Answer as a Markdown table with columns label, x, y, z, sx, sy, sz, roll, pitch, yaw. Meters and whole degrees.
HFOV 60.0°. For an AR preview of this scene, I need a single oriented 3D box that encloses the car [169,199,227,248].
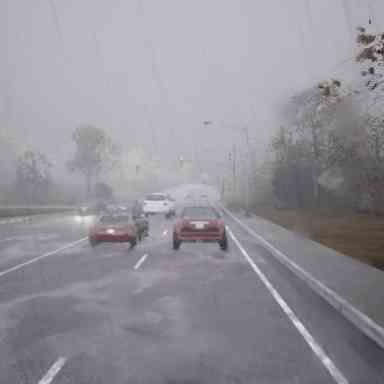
| label | x | y | z | sx | sy | sz | roll | pitch | yaw |
| --- | --- | --- | --- | --- | --- | --- | --- | --- | --- |
| car | 0.337 | 1.306 | 14.666 | 2.097 | 1.767 | 4.553 | 0 | 0 | 1 |

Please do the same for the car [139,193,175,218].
| label | x | y | z | sx | sy | sz | roll | pitch | yaw |
| --- | --- | --- | --- | --- | --- | --- | --- | --- | --- |
| car | -2.759 | 1.127 | 28.885 | 2.150 | 2.045 | 5.566 | 0 | 0 | 4 |

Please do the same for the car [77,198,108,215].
| label | x | y | z | sx | sy | sz | roll | pitch | yaw |
| --- | --- | --- | --- | --- | --- | --- | --- | --- | --- |
| car | -9.711 | 1.384 | 32.790 | 2.128 | 1.511 | 4.902 | 0 | 0 | 3 |

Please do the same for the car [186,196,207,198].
| label | x | y | z | sx | sy | sz | roll | pitch | yaw |
| --- | --- | --- | --- | --- | --- | --- | --- | --- | --- |
| car | 0.785 | 1.400 | 29.252 | 2.128 | 1.511 | 4.902 | 0 | 0 | 2 |

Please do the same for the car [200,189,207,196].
| label | x | y | z | sx | sy | sz | roll | pitch | yaw |
| --- | --- | --- | --- | --- | --- | --- | --- | --- | --- |
| car | 2.949 | 0.820 | 85.638 | 1.812 | 1.442 | 4.674 | 0 | 3 | 2 |

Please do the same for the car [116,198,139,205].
| label | x | y | z | sx | sy | sz | roll | pitch | yaw |
| --- | --- | --- | --- | --- | --- | --- | --- | --- | --- |
| car | -6.214 | 1.387 | 32.652 | 2.128 | 1.511 | 4.902 | 0 | 0 | 3 |

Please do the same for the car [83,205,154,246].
| label | x | y | z | sx | sy | sz | roll | pitch | yaw |
| --- | --- | --- | --- | --- | --- | --- | --- | --- | --- |
| car | -3.156 | 1.513 | 15.126 | 1.994 | 1.385 | 4.181 | 0 | 0 | 1 |

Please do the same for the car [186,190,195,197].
| label | x | y | z | sx | sy | sz | roll | pitch | yaw |
| --- | --- | --- | --- | --- | --- | --- | --- | --- | --- |
| car | -0.548 | 0.846 | 85.782 | 1.994 | 1.385 | 4.181 | 0 | 3 | 2 |
